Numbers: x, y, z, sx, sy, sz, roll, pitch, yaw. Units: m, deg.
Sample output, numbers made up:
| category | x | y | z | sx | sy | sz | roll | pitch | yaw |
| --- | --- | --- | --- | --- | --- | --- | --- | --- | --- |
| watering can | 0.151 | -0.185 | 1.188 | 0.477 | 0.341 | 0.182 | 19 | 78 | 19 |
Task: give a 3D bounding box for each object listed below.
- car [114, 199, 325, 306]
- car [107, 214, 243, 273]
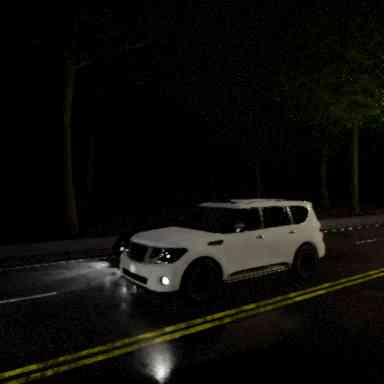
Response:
| category | x | y | z | sx | sy | sz | roll | pitch | yaw |
| --- | --- | --- | --- | --- | --- | --- | --- | --- | --- |
| car | 1.044 | 1.224 | 8.430 | 5.566 | 2.045 | 2.150 | 0 | 0 | -35 |
| car | -0.497 | 1.567 | 11.312 | 4.181 | 1.385 | 1.994 | 0 | 0 | -35 |
